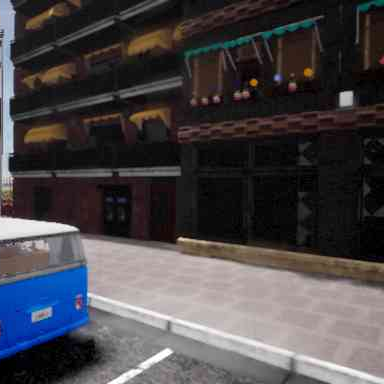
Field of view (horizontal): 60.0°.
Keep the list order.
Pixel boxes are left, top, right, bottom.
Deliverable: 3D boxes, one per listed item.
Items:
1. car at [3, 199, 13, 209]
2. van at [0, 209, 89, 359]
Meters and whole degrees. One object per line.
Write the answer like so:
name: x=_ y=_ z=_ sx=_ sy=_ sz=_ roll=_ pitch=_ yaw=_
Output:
car: x=-15.261 y=1.321 z=27.618 sx=1.882 sy=1.535 sz=5.008 roll=1 pitch=1 yaw=36
van: x=-3.403 y=1.300 z=5.283 sx=3.998 sy=1.788 sz=1.690 roll=1 pitch=1 yaw=35
